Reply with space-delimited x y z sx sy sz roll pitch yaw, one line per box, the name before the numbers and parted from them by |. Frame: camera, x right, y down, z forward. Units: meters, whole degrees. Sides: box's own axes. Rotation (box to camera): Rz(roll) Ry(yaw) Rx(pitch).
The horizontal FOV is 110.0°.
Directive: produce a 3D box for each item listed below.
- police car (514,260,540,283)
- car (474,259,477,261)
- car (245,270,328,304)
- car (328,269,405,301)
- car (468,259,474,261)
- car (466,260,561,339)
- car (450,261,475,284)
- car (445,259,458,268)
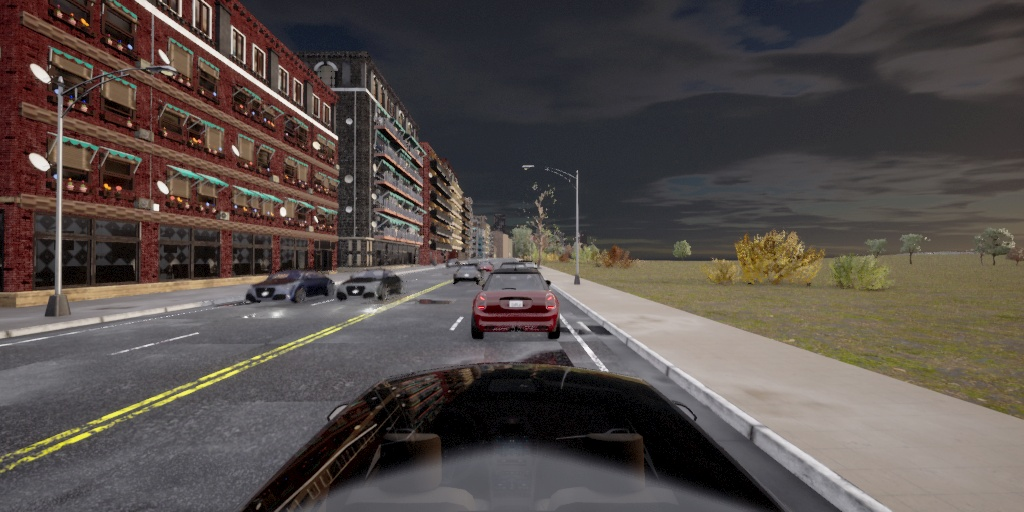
police car | 1.103 1.181 29.493 1.930 1.638 5.238 0 0 0
car | -3.212 1.318 44.493 1.994 1.385 4.181 0 0 1
car | -9.868 1.317 16.320 1.994 1.385 4.181 0 0 0
car | -6.620 1.317 17.147 1.994 1.385 4.181 0 0 0
car | -6.649 1.262 60.359 1.837 1.490 4.892 0 0 0
car | 0.082 1.104 10.226 2.097 1.767 4.553 0 0 0
car | -3.182 1.319 27.111 1.994 1.385 4.181 0 0 0
car | -9.900 1.248 59.796 2.128 1.511 4.902 0 0 0
